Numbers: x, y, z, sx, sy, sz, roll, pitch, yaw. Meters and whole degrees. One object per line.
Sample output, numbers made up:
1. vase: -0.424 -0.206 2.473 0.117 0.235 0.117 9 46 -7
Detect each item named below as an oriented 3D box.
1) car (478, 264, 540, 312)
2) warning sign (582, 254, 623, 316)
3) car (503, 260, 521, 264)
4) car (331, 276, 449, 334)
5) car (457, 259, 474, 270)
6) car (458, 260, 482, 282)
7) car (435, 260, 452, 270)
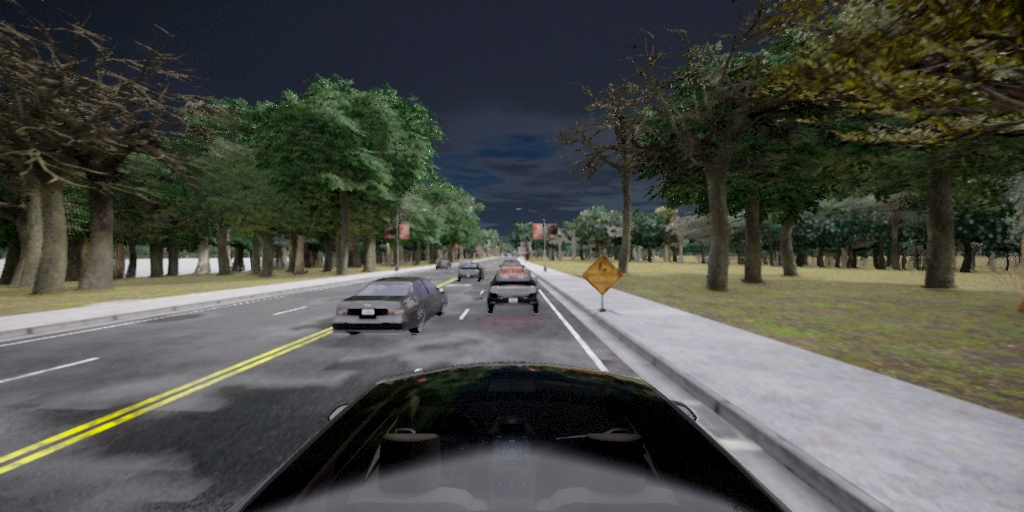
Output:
1. car: 0.050 1.252 14.230 2.128 1.511 4.902 0 0 0
2. warning sign: 2.839 0.872 11.259 1.300 1.860 1.060 0 0 0
3. car: -0.011 1.127 29.059 2.097 1.767 4.553 0 0 0
4. car: -3.217 1.304 10.556 2.033 1.411 5.357 0 0 0
5. car: -6.833 1.287 53.027 1.882 1.535 5.008 0 0 0
6. car: -3.261 1.269 29.327 2.128 1.511 4.902 0 0 0
7. car: -10.082 1.316 53.194 1.837 1.490 4.892 0 0 0
